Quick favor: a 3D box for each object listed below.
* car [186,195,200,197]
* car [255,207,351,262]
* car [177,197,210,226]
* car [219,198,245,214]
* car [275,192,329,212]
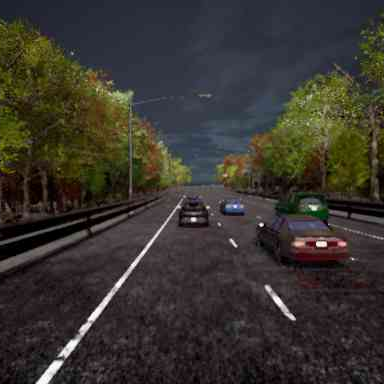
[{"bbox_3d":[0.100,1.014,41.512,1.994,1.385,4.181,0,1,0],"label":"car"},{"bbox_3d":[3.600,1.481,11.776,2.033,1.411,5.357,0,0,0],"label":"car"},{"bbox_3d":[0.100,1.322,21.854,1.837,1.490,4.892,0,1,0],"label":"car"},{"bbox_3d":[3.599,1.224,30.331,2.033,1.411,5.357,0,1,0],"label":"car"},{"bbox_3d":[7.103,1.037,22.024,2.150,2.045,5.566,0,1,0],"label":"car"}]
